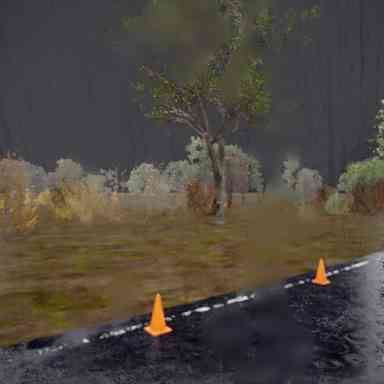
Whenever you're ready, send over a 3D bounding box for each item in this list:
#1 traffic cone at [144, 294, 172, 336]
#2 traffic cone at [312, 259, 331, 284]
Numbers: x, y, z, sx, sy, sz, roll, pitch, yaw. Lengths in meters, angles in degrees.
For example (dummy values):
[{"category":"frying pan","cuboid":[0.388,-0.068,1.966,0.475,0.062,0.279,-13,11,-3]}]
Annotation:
[{"category":"traffic cone","cuboid":[-0.554,1.971,5.461,0.340,0.580,0.340,0,0,-37]},{"category":"traffic cone","cuboid":[3.298,2.001,8.479,0.340,0.580,0.340,0,0,-39]}]
